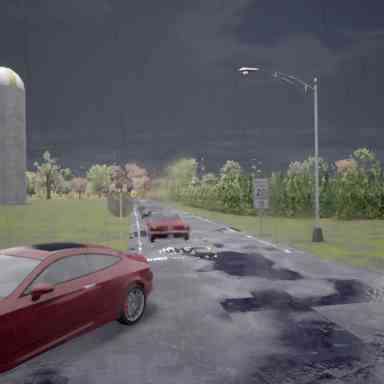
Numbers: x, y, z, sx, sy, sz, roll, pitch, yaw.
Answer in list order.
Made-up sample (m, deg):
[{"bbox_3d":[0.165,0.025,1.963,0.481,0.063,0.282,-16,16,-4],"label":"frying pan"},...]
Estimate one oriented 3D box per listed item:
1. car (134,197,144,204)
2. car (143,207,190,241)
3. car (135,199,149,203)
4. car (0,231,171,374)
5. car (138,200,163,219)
[{"bbox_3d":[-11.156,1.689,70.120,1.994,1.385,4.181,-1,0,-11],"label":"car"},{"bbox_3d":[-1.323,1.684,17.042,1.895,1.301,4.718,-1,0,-10],"label":"car"},{"bbox_3d":[-6.555,1.703,46.047,2.128,1.511,4.902,-1,0,-11],"label":"car"},{"bbox_3d":[-2.393,1.557,5.058,1.812,1.442,4.674,0,-1,29],"label":"car"},{"bbox_3d":[-3.687,1.705,30.526,1.994,1.385,4.181,-1,0,-10],"label":"car"}]
